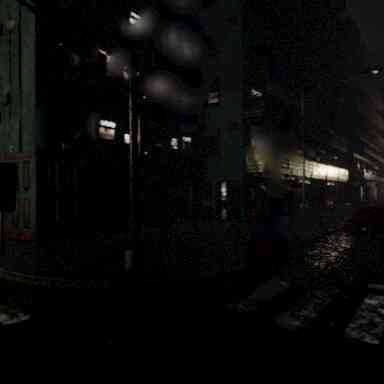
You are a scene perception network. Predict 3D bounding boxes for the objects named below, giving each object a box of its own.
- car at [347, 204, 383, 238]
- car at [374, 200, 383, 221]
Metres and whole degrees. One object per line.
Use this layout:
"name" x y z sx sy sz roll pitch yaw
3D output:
"car" 9.160 1.439 16.954 1.887 1.381 4.507 0 0 36
"car" 15.181 1.366 25.067 2.008 1.369 4.403 0 0 36
